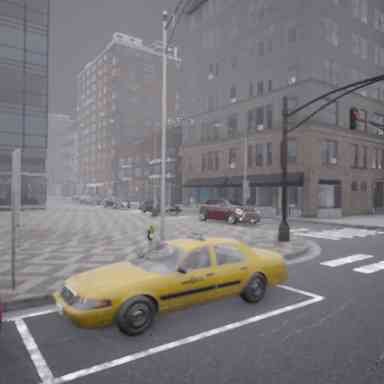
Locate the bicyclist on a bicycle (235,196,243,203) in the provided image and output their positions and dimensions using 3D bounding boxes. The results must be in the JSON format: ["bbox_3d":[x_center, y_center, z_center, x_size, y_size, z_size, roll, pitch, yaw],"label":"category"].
[{"bbox_3d":[4.258,1.169,30.877,1.656,1.620,0.582,0,0,-35],"label":"bicyclist on a bicycle"}]

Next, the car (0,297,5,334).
[{"bbox_3d":[-4.567,1.543,3.498,4.507,1.381,1.887,0,1,-36],"label":"car"}]

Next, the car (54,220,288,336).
[{"bbox_3d":[-0.127,1.528,6.666,4.829,1.417,1.752,0,1,-36],"label":"car"}]

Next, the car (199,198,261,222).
[{"bbox_3d":[2.493,1.205,22.553,2.097,1.767,4.553,1,0,-35],"label":"car"}]

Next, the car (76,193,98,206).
[{"bbox_3d":[-14.361,1.111,46.540,1.812,1.442,4.674,1,0,-34],"label":"car"}]

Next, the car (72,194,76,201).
[{"bbox_3d":[-20.425,0.975,60.621,2.128,1.511,4.902,1,0,-35],"label":"car"}]

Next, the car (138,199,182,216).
[{"bbox_3d":[-3.019,1.314,30.369,2.033,1.411,5.357,1,0,-36],"label":"car"}]

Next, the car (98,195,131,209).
[{"bbox_3d":[-8.692,1.168,38.437,2.128,1.511,4.902,1,0,-35],"label":"car"}]

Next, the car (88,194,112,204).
[{"bbox_3d":[-14.543,1.123,52.283,2.033,1.411,5.357,1,0,-35],"label":"car"}]
